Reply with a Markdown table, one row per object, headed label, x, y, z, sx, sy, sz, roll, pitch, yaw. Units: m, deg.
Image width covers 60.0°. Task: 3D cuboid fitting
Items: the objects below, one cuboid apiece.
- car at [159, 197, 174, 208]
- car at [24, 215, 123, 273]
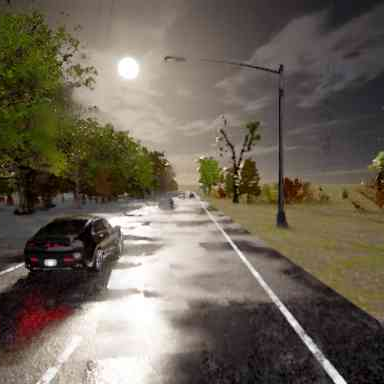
| label | x | y | z | sx | sy | sz | roll | pitch | yaw |
| --- | --- | --- | --- | --- | --- | --- | --- | --- | --- |
| car | -3.513 | 1.456 | 46.590 | 2.128 | 1.511 | 4.902 | 0 | 0 | 0 |
| car | -3.503 | 1.502 | 10.659 | 1.837 | 1.490 | 4.892 | 0 | 0 | 0 |
